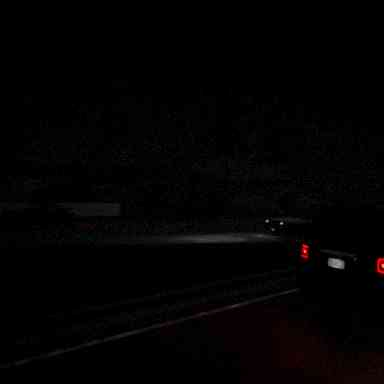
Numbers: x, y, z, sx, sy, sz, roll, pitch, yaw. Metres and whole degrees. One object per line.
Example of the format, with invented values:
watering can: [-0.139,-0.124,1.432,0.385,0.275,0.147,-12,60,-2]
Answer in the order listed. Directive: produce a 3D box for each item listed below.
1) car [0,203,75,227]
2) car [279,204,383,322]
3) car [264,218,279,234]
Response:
car: [-10.549,1.528,22.697,4.902,1.511,2.128,0,0,-7]
car: [4.605,1.266,6.826,5.566,2.045,2.150,0,0,-32]
car: [6.415,1.695,18.314,4.718,1.301,1.895,0,0,-17]
